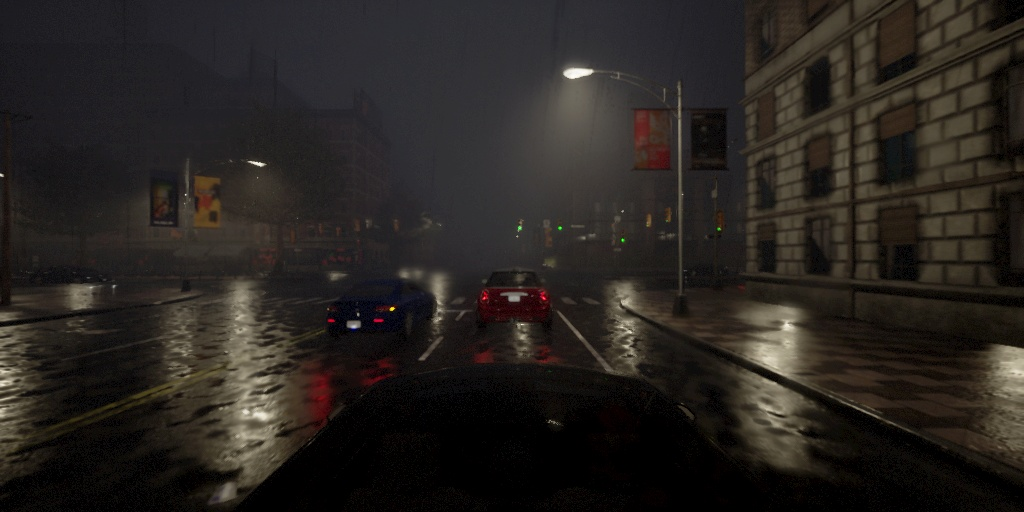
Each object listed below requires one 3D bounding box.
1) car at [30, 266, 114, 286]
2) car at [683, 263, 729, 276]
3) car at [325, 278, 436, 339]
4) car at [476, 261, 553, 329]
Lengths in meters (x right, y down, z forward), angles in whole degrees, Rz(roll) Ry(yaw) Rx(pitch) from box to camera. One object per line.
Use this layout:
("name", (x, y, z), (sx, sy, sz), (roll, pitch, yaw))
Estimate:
("car", (-33.120, 1.493, 27.039), (4.892, 1.490, 1.837), (1, 0, 0))
("car", (20.514, 1.480, 38.464), (4.892, 1.490, 1.837), (0, 0, 0))
("car", (-3.437, 1.330, 10.104), (1.812, 1.442, 4.674), (0, 0, 0))
("car", (0.065, 1.165, 11.652), (2.097, 1.767, 4.553), (0, 0, 0))
